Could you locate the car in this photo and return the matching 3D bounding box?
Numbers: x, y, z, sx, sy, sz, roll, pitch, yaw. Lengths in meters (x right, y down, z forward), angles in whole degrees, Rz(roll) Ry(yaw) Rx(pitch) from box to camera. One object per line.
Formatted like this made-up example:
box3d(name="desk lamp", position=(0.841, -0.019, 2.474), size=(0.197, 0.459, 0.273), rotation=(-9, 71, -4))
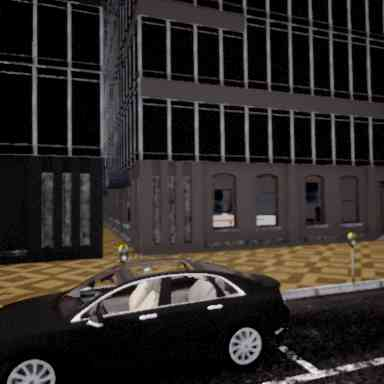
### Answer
box3d(name="car", position=(-0.735, 1.711, 4.781), size=(4.403, 1.369, 2.008), rotation=(0, -2, -19))
